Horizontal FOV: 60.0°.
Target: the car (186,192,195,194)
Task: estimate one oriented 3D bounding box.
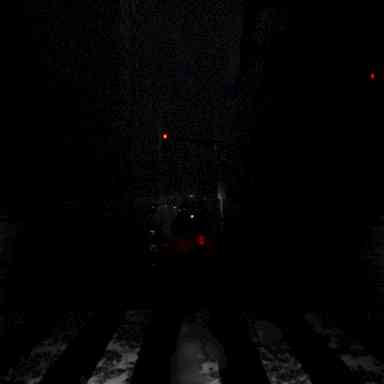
[{"bbox_3d":[-0.188,1.056,73.186,2.150,2.045,5.566,0,0,0],"label":"car"}]

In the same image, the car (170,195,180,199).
[{"bbox_3d":[-3.234,1.507,50.816,1.895,1.301,4.718,0,0,0],"label":"car"}]

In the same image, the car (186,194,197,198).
[{"bbox_3d":[-0.169,1.486,63.186,1.895,1.301,4.718,0,0,0],"label":"car"}]

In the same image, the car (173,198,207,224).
[{"bbox_3d":[0.016,1.393,23.776,2.128,1.511,4.902,1,-1,0],"label":"car"}]

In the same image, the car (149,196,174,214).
[{"bbox_3d":[-3.216,1.461,34.945,1.812,1.442,4.674,0,0,0],"label":"car"}]

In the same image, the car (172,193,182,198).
[{"bbox_3d":[-3.177,1.154,67.300,2.150,2.045,5.566,0,0,0],"label":"car"}]
